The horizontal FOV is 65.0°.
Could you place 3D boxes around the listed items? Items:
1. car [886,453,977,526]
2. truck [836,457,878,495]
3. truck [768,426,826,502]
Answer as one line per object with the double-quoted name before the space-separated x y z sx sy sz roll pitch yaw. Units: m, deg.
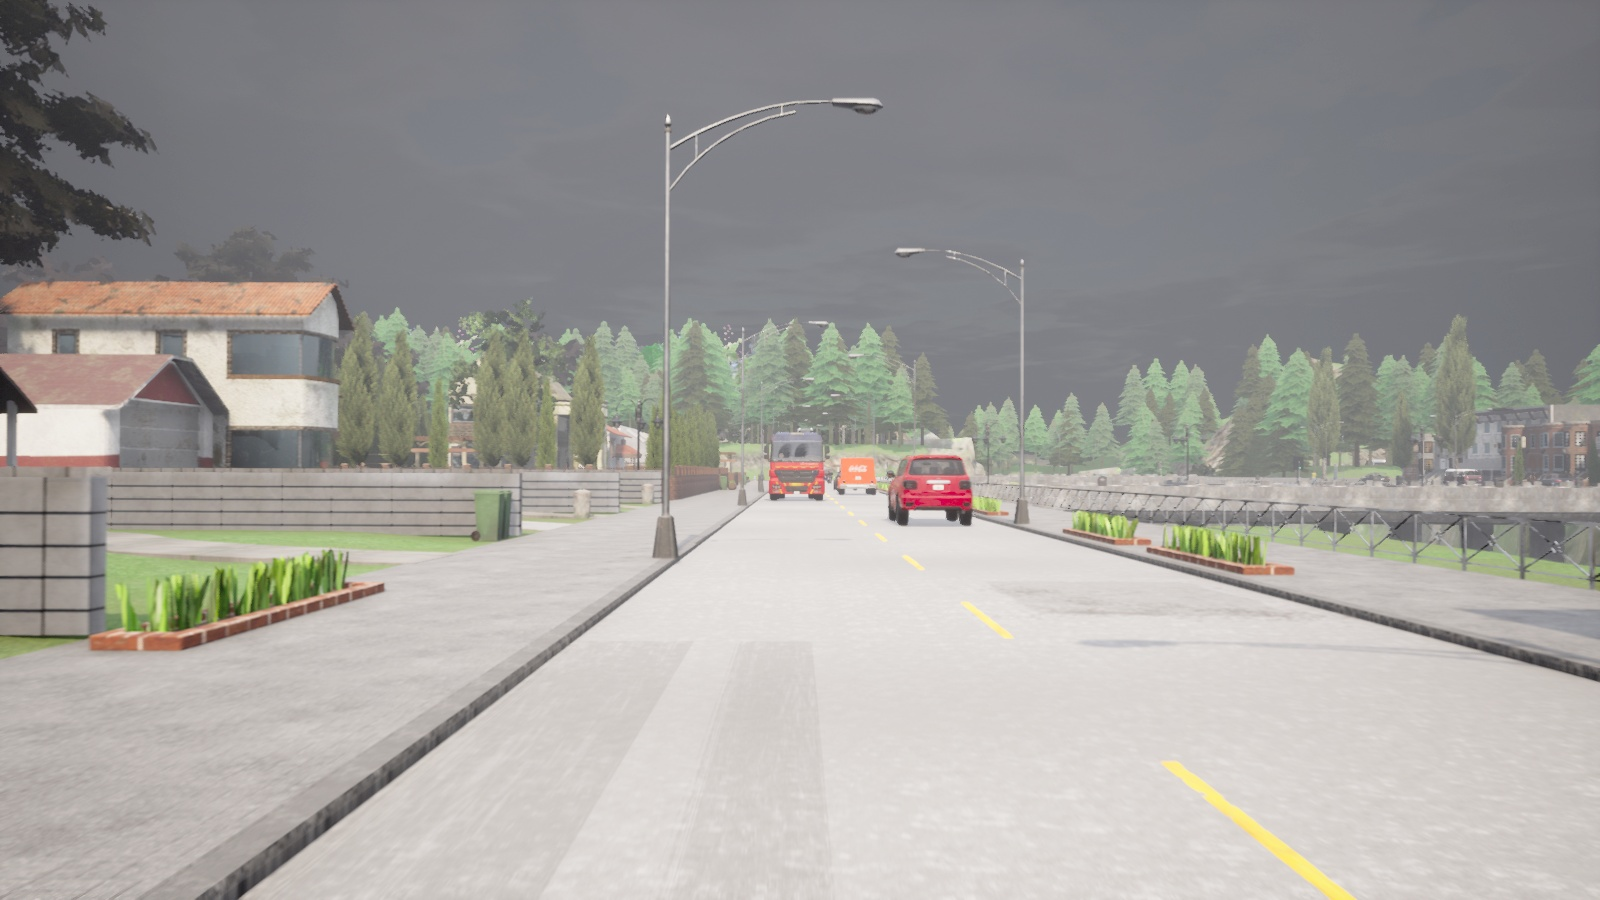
"car" 3.909 1.158 38.255 2.150 2.045 5.566 0 -1 0
"truck" 3.799 1.733 84.822 2.627 2.467 5.204 0 -1 0
"truck" -0.164 0.787 67.873 2.891 3.827 8.468 0 -1 0
